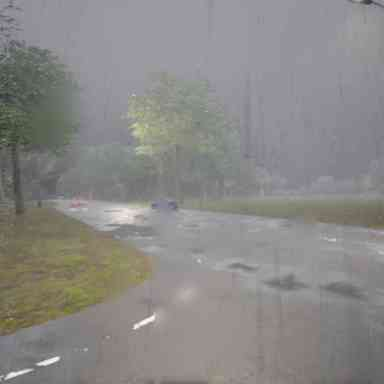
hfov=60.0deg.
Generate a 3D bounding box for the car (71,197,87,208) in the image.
[{"bbox_3d":[-18.044,1.622,53.173,2.097,1.767,4.553,-2,1,-25],"label":"car"}]

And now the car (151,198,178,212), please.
[{"bbox_3d":[-3.344,1.474,39.289,1.882,1.535,5.008,-2,1,-27],"label":"car"}]
